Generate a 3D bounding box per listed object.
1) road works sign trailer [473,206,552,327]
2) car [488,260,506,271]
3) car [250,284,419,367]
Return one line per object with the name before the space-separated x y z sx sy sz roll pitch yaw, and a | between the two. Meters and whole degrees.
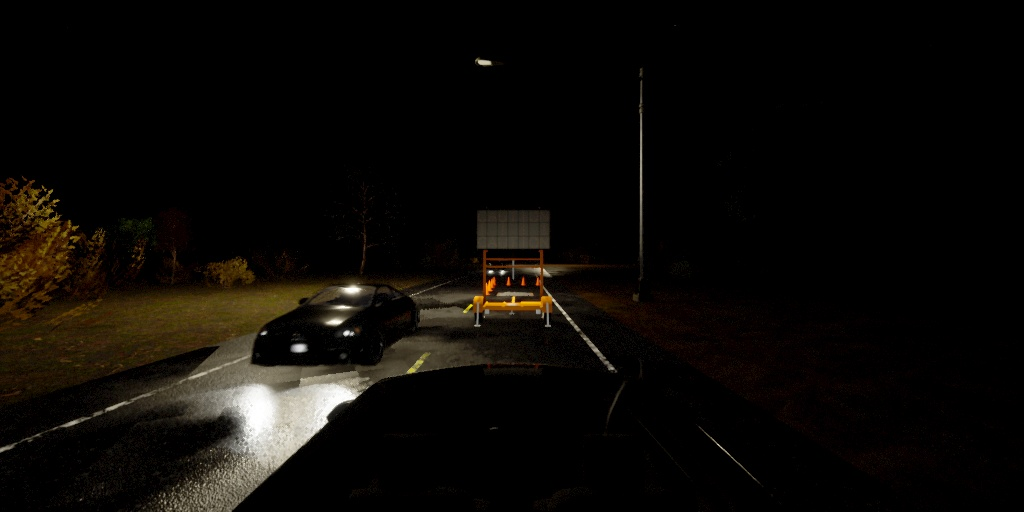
road works sign trailer | 0.042 0.214 11.548 2.380 3.560 2.880 0 0 1
car | -2.068 1.093 50.401 2.097 1.767 4.553 0 0 3
car | -3.447 1.313 7.822 1.994 1.385 4.181 0 0 0
